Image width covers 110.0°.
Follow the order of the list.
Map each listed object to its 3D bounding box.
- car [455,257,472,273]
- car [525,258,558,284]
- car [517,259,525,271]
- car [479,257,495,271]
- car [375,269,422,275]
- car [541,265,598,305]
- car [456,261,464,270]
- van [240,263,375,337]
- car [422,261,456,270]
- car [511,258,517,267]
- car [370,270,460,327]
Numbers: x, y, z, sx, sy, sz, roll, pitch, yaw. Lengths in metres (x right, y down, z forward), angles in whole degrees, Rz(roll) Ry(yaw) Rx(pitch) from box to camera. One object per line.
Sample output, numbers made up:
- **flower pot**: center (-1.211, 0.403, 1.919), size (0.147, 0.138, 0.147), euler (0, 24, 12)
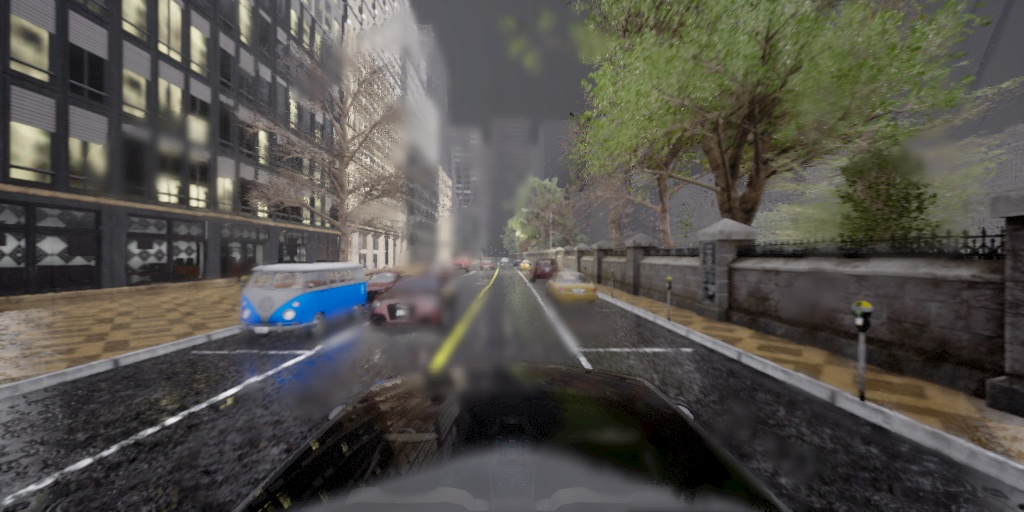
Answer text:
- **car**: center (-5.933, 1.048, 43.234), size (2.192, 1.841, 5.009), euler (0, 0, -1)
- **car**: center (2.389, 1.055, 26.725), size (2.192, 1.841, 5.009), euler (0, 0, -1)
- **car**: center (1.955, 1.251, 49.082), size (1.751, 1.417, 4.829), euler (0, 0, -1)
- **car**: center (-3.454, 1.253, 49.968), size (1.812, 1.442, 4.674), euler (0, 0, -1)
- **car**: center (-5.518, 1.294, 15.497), size (1.888, 1.381, 4.507), euler (0, 0, 0)
- **car**: center (2.506, 1.271, 15.798), size (1.751, 1.417, 4.829), euler (0, 0, -1)
- **car**: center (-5.720, 1.323, 32.141), size (1.802, 1.307, 4.207), euler (0, 0, -1)
- **van**: center (-5.483, 1.091, 9.950), size (1.690, 1.789, 3.998), euler (0, 0, 0)
- **car**: center (-5.635, 1.289, 26.592), size (1.888, 1.381, 4.507), euler (0, 0, -1)
- **car**: center (1.200, 1.238, 63.456), size (1.812, 1.442, 4.674), euler (0, 0, -2)
- **car**: center (-2.867, 1.313, 11.382), size (1.994, 1.385, 4.181), euler (0, 0, 0)
